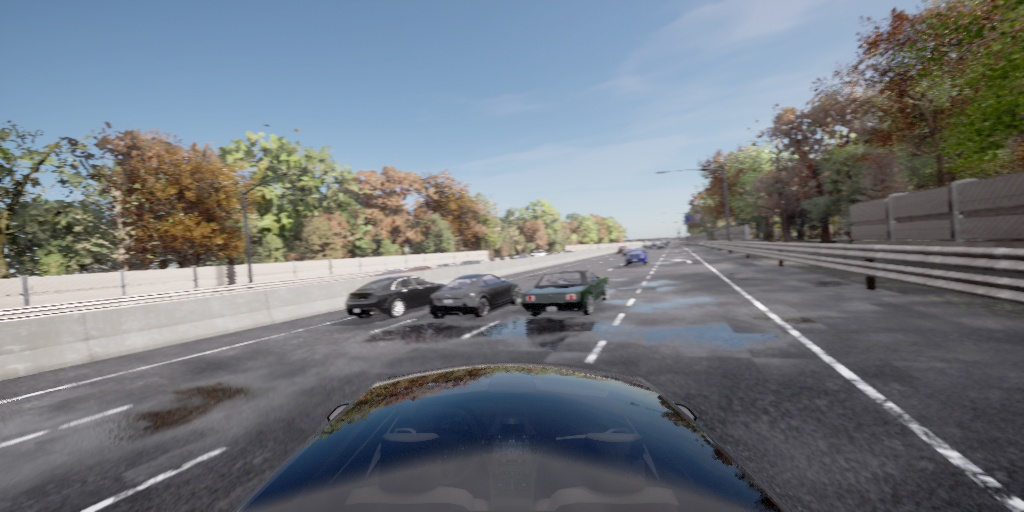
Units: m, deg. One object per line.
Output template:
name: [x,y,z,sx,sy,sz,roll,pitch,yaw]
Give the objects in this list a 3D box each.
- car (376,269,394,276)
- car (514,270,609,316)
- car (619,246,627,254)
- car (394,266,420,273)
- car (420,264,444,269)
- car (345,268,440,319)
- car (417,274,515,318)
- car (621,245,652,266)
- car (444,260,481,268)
car: [-14.471,2.314,43.472,2.033,1.411,5.357,-5,0,25]
car: [2.017,1.115,12.106,1.895,1.301,4.718,-5,0,25]
car: [19.109,-0.627,58.189,1.895,1.301,4.718,-5,0,25]
car: [-11.138,1.961,42.390,1.882,1.535,5.008,-5,0,25]
car: [-7.814,1.693,41.272,2.128,1.511,4.902,-5,0,25]
car: [-4.448,1.566,14.765,1.837,1.490,4.892,-5,0,25]
car: [-1.232,1.352,13.400,1.994,1.385,4.181,-5,0,25]
car: [11.588,0.090,33.204,1.812,1.442,4.674,-5,0,25]
car: [-4.870,1.308,39.353,2.097,1.767,4.553,-5,0,25]
